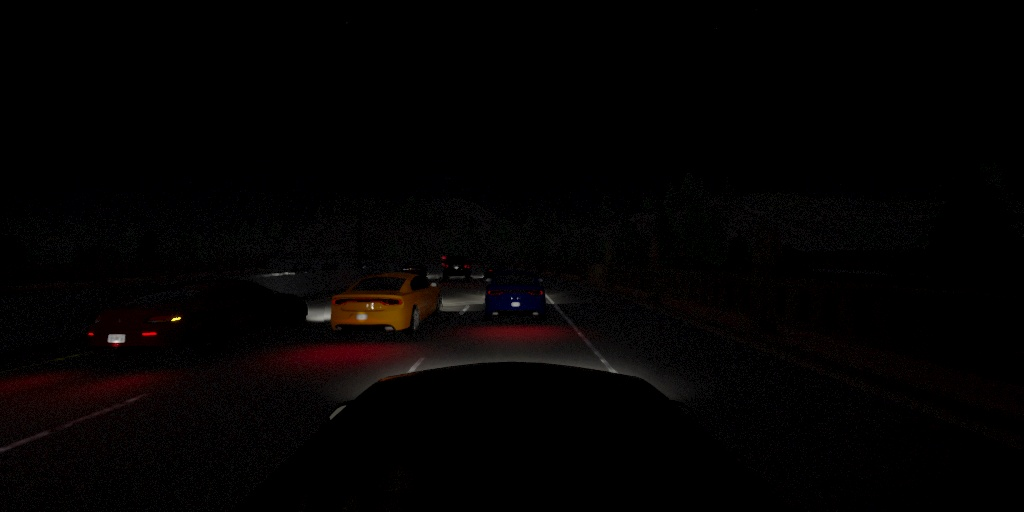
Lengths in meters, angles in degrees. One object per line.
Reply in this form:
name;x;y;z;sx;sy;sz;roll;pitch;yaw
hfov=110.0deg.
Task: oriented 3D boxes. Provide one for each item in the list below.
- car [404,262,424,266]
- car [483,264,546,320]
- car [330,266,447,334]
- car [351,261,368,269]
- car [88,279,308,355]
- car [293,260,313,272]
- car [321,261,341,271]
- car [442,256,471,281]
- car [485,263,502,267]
car;-8.239;1.258;30.248;2.128;1.511;4.902;0;0;-9
car;0.085;1.228;12.721;1.882;1.535;5.008;0;0;0
car;-3.402;1.228;10.604;1.882;1.535;5.008;0;0;0
car;-19.994;1.351;47.188;1.812;1.442;4.674;0;0;-20
car;-6.901;1.275;8.563;1.812;1.442;4.674;0;0;0
car;-27.499;1.338;47.250;2.128;1.511;4.902;0;0;-22
car;-23.721;1.399;47.168;1.994;1.385;4.181;0;0;-21
car;-4.621;0.986;30.002;2.150;2.045;5.566;0;0;-8
car;-1.389;1.328;31.614;1.994;1.385;4.181;0;0;-9
